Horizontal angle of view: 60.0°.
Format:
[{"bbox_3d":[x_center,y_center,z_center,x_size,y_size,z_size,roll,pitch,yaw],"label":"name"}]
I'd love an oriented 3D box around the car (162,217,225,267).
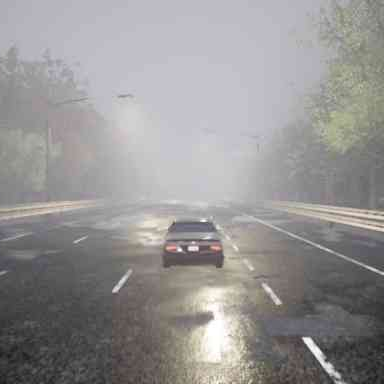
[{"bbox_3d":[0.025,1.548,11.311,2.033,1.411,5.357,0,0,0],"label":"car"}]
